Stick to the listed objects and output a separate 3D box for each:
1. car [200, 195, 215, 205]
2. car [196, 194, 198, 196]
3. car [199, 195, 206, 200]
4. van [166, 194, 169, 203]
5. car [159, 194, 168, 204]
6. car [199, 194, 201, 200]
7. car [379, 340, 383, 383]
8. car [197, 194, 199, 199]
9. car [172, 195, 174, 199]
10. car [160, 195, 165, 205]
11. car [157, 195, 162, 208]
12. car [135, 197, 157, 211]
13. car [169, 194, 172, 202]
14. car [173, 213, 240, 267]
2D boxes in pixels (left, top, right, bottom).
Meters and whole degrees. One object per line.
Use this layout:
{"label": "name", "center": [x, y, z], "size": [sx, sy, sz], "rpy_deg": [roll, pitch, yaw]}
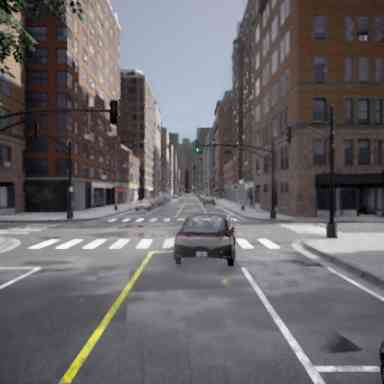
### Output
{"label": "car", "center": [2.884, 1.414, 56.135], "size": [1.967, 1.590, 4.097], "rpy_deg": [0, 0, 0]}
{"label": "car", "center": [2.902, 1.541, 88.825], "size": [2.008, 1.369, 4.403], "rpy_deg": [0, 0, 0]}
{"label": "car", "center": [2.905, 1.520, 94.444], "size": [1.752, 1.417, 4.829], "rpy_deg": [0, 0, 0]}
{"label": "van", "center": [-5.638, 1.316, 61.554], "size": [1.690, 1.788, 3.998], "rpy_deg": [0, 0, 0]}
{"label": "car", "center": [-5.640, 1.518, 56.103], "size": [1.887, 1.381, 4.507], "rpy_deg": [0, 0, 0]}
{"label": "car", "center": [2.891, 1.528, 67.032], "size": [2.008, 1.369, 4.403], "rpy_deg": [0, 0, 0]}
{"label": "car", "center": [2.857, 1.566, 1.758], "size": [1.947, 1.339, 4.313], "rpy_deg": [0, 0, 0]}
{"label": "car", "center": [2.899, 1.512, 83.547], "size": [1.752, 1.417, 4.829], "rpy_deg": [0, 0, 0]}
{"label": "car", "center": [-5.632, 1.294, 72.455], "size": [2.192, 1.841, 5.009], "rpy_deg": [0, 0, 0]}
{"label": "car", "center": [-5.643, 1.518, 50.652], "size": [1.887, 1.381, 4.507], "rpy_deg": [0, 0, 0]}
{"label": "car", "center": [-5.645, 1.525, 45.201], "size": [2.008, 1.369, 4.403], "rpy_deg": [0, 0, 0]}
{"label": "car", "center": [-5.648, 1.501, 39.581], "size": [1.752, 1.417, 4.829], "rpy_deg": [0, 0, 0]}
{"label": "car", "center": [-5.634, 1.527, 67.005], "size": [2.008, 1.369, 4.403], "rpy_deg": [0, 0, 0]}
{"label": "car", "center": [0.593, 1.486, 11.502], "size": [2.128, 1.511, 4.902], "rpy_deg": [0, 0, 8]}
